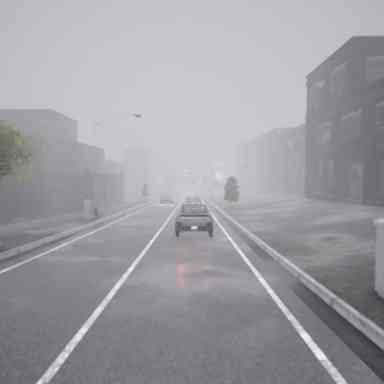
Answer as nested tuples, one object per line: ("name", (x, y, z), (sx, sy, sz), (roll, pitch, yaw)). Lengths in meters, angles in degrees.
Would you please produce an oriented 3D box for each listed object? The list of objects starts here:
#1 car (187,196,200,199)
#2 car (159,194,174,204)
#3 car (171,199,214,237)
("car", (0.108, 1.165, 35.837), (2.033, 1.411, 5.357), (0, 1, 0))
("car", (-3.542, 0.977, 47.928), (2.033, 1.411, 5.357), (0, 1, 0))
("car", (0.105, 1.375, 17.424), (2.128, 1.511, 4.902), (0, 1, 0))
